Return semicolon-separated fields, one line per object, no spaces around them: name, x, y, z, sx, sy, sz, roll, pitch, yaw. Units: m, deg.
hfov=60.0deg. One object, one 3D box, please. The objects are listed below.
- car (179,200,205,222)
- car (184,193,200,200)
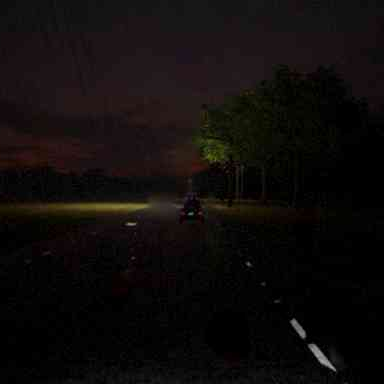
car;0.000;1.560;25.492;2.033;1.411;5.357;0;0;0
car;-0.021;1.255;51.003;2.150;2.045;5.566;0;-1;0
